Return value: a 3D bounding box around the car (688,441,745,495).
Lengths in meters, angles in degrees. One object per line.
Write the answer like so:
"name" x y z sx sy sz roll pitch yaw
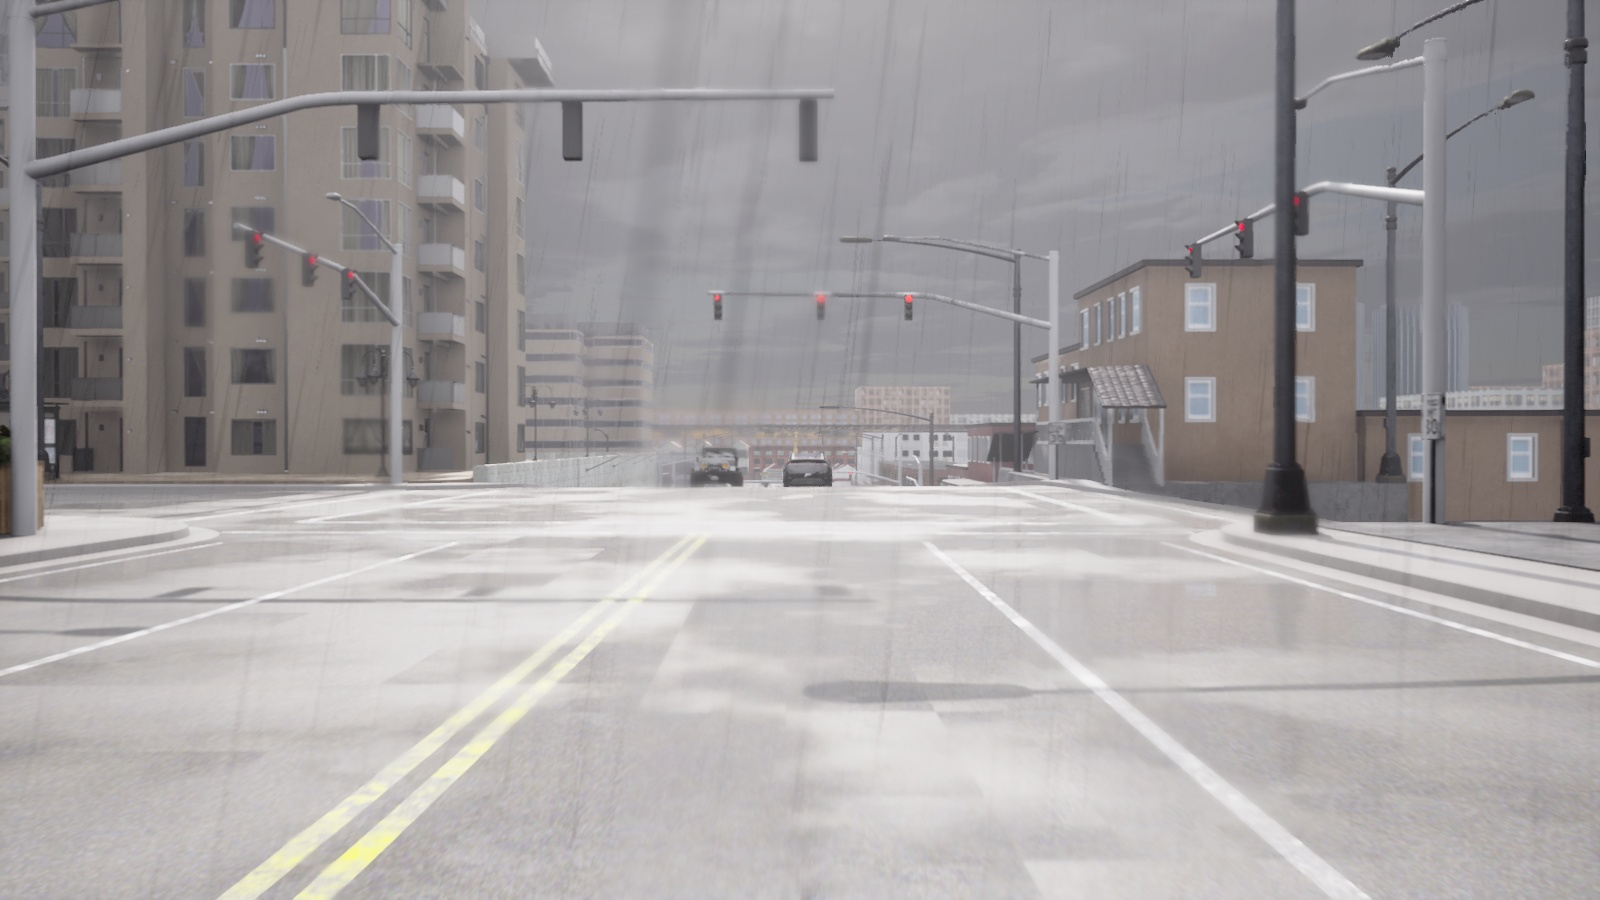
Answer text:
"car" -3.205 0.734 48.855 1.905 1.878 3.866 0 -4 0

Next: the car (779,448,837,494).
"car" 0.293 0.865 48.396 2.128 1.511 4.902 0 -4 0
